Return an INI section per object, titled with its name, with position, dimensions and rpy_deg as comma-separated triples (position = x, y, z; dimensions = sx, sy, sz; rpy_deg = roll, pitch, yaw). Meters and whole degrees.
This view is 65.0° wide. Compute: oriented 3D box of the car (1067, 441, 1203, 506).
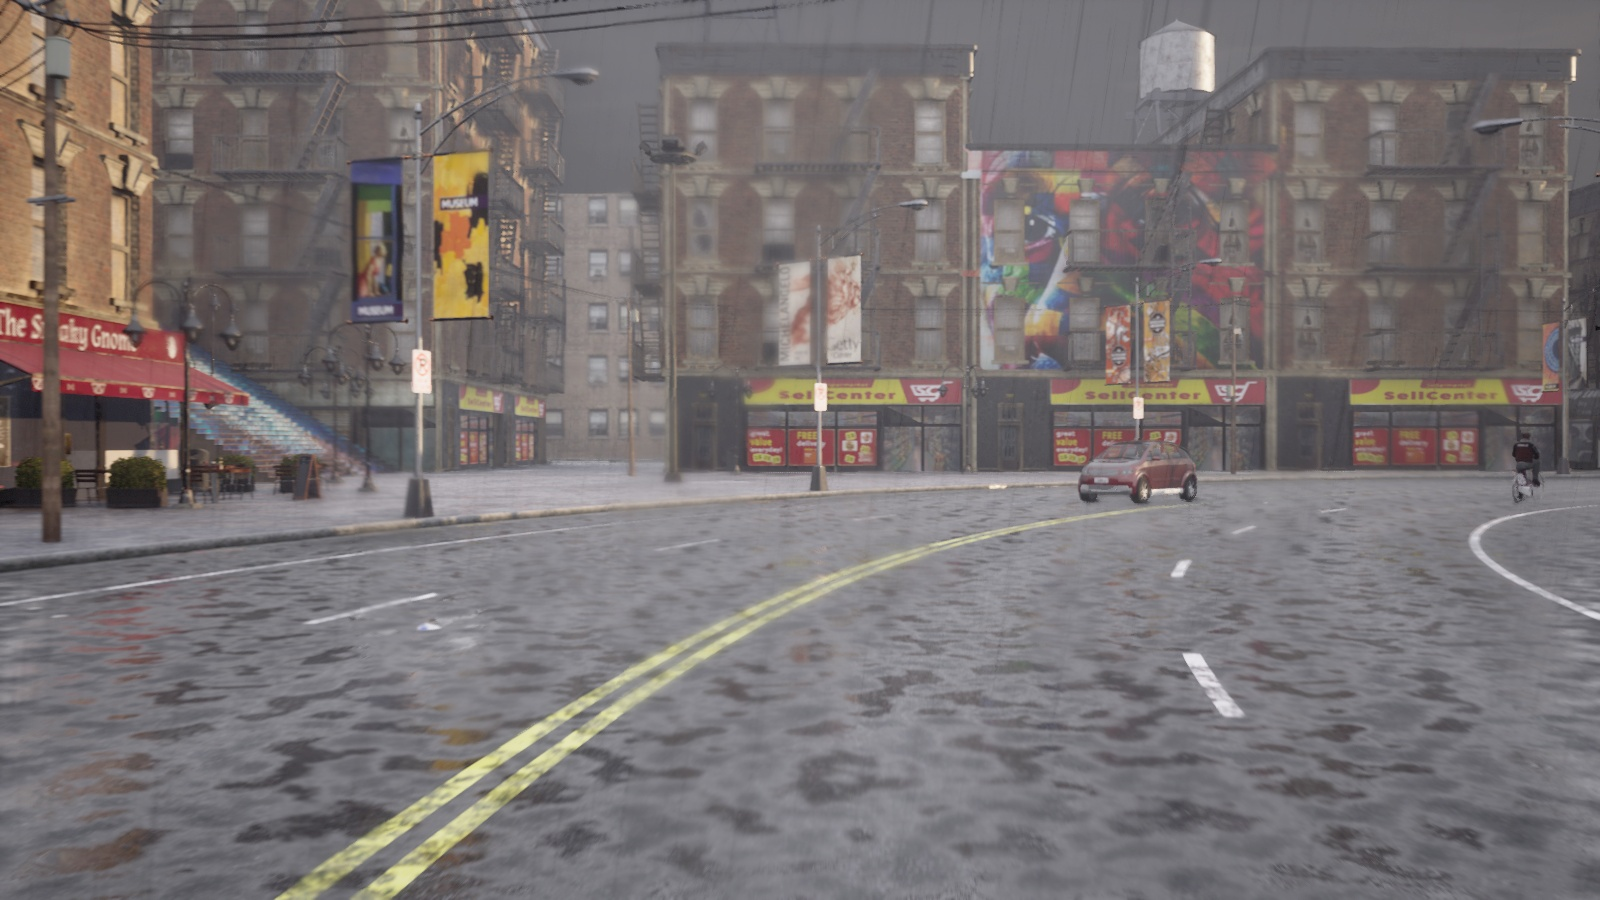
[car]
position = 8.513, 0.558, 31.765
dimensions = 1.789, 1.549, 3.705
rpy_deg = 0, 0, 43

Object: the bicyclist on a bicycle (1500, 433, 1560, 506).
[bicyclist on a bicycle]
position = 18.176, 0.466, 31.254
dimensions = 1.843, 1.776, 0.659
rpy_deg = 0, 1, -39
